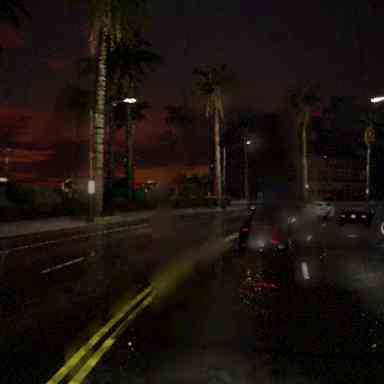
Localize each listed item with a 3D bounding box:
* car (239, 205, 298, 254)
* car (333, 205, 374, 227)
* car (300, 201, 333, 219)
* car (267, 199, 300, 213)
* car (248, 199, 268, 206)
[{"bbox_3d":[3.181,1.505,13.685,1.837,1.490,4.892,0,0,20],"label":"car"},{"bbox_3d":[11.434,1.585,23.096,2.033,1.411,5.357,0,0,31],"label":"car"},{"bbox_3d":[11.251,1.554,29.109,1.812,1.442,4.674,0,0,35],"label":"car"},{"bbox_3d":[9.945,1.561,33.662,2.033,1.411,5.357,0,0,37],"label":"car"},{"bbox_3d":[7.820,1.488,36.447,2.128,1.511,4.902,0,0,39],"label":"car"}]
